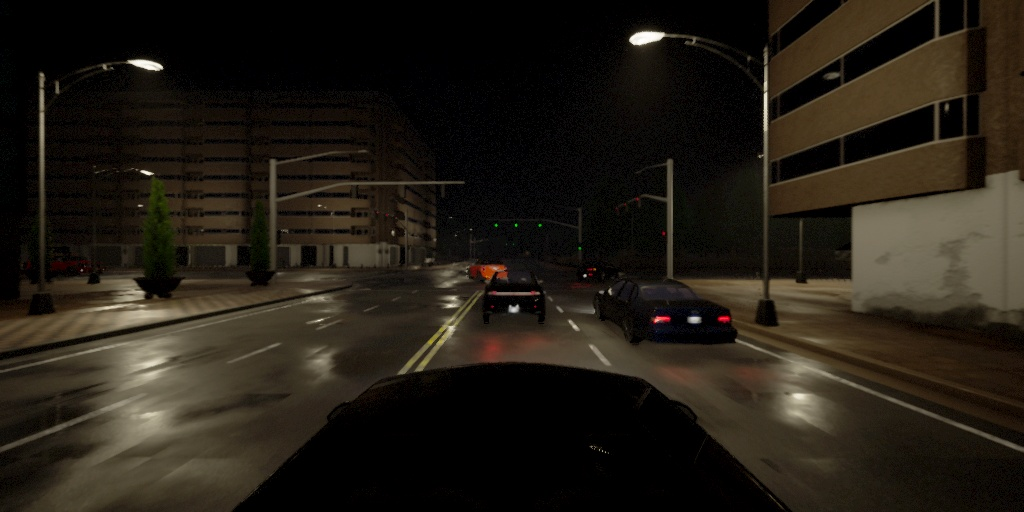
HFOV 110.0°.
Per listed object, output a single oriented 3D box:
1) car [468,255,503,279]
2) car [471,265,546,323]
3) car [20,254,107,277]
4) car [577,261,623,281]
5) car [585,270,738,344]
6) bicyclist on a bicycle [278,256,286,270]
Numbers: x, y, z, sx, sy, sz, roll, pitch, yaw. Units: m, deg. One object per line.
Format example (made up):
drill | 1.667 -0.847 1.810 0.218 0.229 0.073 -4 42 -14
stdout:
car | -1.967 0.965 27.522 2.097 1.767 4.553 0 0 -20
car | 0.062 1.207 11.918 2.128 1.511 4.902 0 0 0
car | -40.638 0.810 32.726 5.566 2.045 2.150 0 0 0
car | 6.800 1.123 27.322 1.837 1.490 4.892 -4 -2 41
car | 3.542 1.271 9.432 2.033 1.411 5.357 0 0 1
bicyclist on a bicycle | -27.996 0.853 43.631 0.582 1.620 1.656 0 0 0
